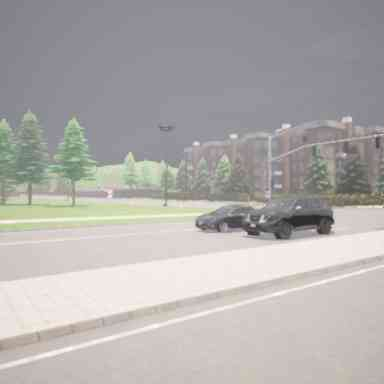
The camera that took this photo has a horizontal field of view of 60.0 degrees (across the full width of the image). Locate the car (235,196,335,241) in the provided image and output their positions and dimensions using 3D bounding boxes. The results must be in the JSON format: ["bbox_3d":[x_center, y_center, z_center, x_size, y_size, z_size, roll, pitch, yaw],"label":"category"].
[{"bbox_3d":[5.159,1.255,17.386,5.566,2.045,2.150,0,0,-35],"label":"car"}]

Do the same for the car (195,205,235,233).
[{"bbox_3d":[2.425,1.535,19.744,4.892,1.490,1.837,1,0,-35],"label":"car"}]
